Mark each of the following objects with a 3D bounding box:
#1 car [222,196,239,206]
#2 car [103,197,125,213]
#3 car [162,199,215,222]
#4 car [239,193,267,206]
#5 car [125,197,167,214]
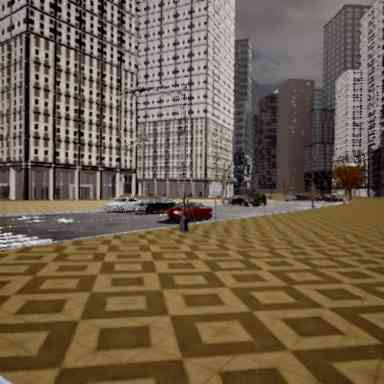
[{"bbox_3d":[6.429,1.358,52.386,2.128,1.511,4.902,1,0,33],"label":"car"},{"bbox_3d":[-6.573,1.258,32.938,1.812,1.442,4.674,1,0,34],"label":"car"},{"bbox_3d":[0.006,1.424,25.094,1.994,1.385,4.181,1,0,34],"label":"car"},{"bbox_3d":[9.913,1.145,51.775,2.150,2.045,5.566,1,0,32],"label":"car"},{"bbox_3d":[-3.546,1.274,31.615,2.128,1.511,4.902,1,0,34],"label":"car"}]
